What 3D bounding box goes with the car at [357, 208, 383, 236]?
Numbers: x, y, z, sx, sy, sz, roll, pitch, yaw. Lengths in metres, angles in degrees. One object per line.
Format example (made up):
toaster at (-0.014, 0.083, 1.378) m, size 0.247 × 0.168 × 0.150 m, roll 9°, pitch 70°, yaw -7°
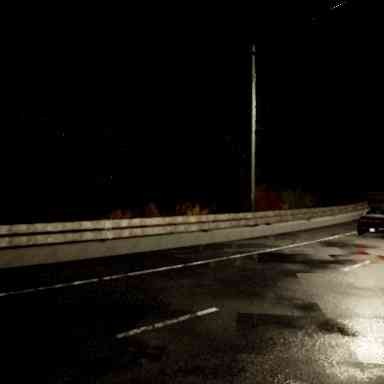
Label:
car at (10.623, 1.637, 18.272) m, size 1.837 × 1.490 × 4.892 m, roll 0°, pitch 0°, yaw 44°
